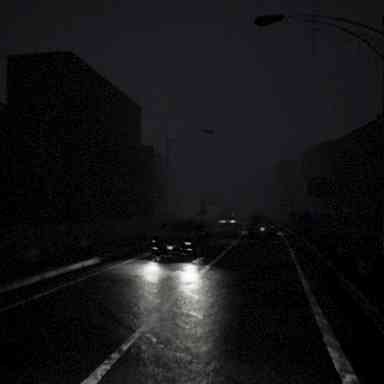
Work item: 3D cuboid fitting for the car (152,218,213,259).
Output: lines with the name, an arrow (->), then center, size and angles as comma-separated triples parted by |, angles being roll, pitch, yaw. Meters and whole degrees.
car -> -0.271, 1.964, 14.839 | 1.837, 1.490, 4.892 | 1, -3, 13

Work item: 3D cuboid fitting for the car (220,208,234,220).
car -> 6.101, 3.882, 58.038 | 2.150, 2.045, 5.566 | 1, -3, 3

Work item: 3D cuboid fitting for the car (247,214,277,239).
car -> 5.145, 2.559, 24.309 | 1.994, 1.385, 4.181 | 1, -3, 12

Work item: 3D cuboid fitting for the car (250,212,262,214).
car -> 7.865, 3.274, 40.930 | 1.837, 1.490, 4.892 | 1, -2, 7
